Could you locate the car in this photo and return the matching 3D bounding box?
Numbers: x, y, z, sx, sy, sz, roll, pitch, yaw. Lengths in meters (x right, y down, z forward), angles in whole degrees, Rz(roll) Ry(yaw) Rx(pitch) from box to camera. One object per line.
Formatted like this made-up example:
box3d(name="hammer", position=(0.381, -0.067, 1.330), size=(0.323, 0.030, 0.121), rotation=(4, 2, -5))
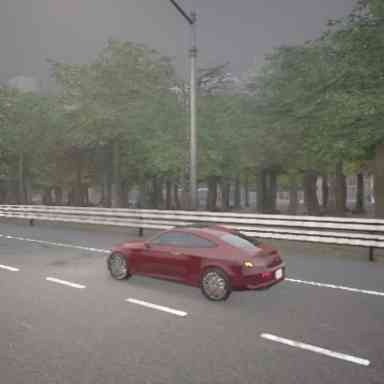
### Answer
box3d(name="car", position=(-0.076, 1.530, 8.225), size=(4.674, 1.442, 1.812), rotation=(0, 0, 36))
